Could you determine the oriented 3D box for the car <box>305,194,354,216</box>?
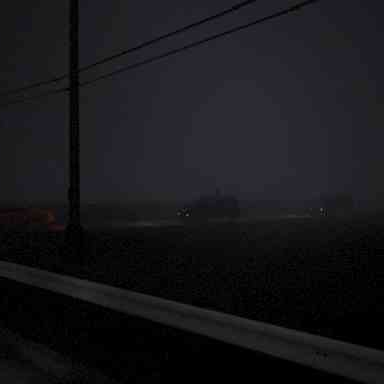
[{"bbox_3d":[14.070,1.261,33.794,5.566,2.045,2.150,0,0,-30],"label":"car"}]

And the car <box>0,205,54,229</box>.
[{"bbox_3d":[-11.568,1.580,21.295,5.008,1.535,1.882,0,0,-14],"label":"car"}]

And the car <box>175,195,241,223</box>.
[{"bbox_3d":[1.373,1.291,26.668,5.566,2.045,2.150,0,0,-30],"label":"car"}]
